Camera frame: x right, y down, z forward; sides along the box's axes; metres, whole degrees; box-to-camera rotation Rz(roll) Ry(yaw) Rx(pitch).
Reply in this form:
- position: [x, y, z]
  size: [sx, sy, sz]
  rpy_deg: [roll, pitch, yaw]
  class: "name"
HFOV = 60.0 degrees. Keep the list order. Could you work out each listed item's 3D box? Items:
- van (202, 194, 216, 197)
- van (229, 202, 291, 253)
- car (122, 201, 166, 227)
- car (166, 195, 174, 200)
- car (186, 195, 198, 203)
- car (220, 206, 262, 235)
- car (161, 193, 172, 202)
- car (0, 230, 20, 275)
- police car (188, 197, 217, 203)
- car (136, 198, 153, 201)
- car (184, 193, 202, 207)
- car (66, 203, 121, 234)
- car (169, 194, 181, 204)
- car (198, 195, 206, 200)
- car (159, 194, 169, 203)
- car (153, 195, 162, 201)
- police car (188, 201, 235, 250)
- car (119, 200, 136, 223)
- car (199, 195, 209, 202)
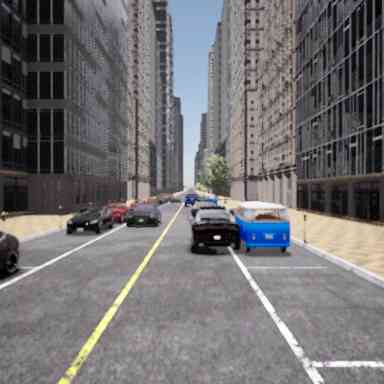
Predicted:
- position: [2.676, 1.273, 47.603]
  size: [1.690, 1.788, 3.998]
  rpy_deg: [0, 0, 0]
  class: "van"
- position: [2.683, 1.325, 13.421]
  size: [1.690, 1.788, 3.998]
  rpy_deg: [0, 0, 0]
  class: "van"
- position: [-3.104, 1.536, 22.239]
  size: [1.994, 1.385, 4.181]
  rpy_deg: [0, 0, 0]
  class: "car"
- position: [-5.711, 1.424, 87.482]
  size: [1.802, 1.307, 4.206]
  rpy_deg: [0, 0, 0]
  class: "car"
- position: [-0.014, 1.387, 65.349]
  size: [2.128, 1.511, 4.902]
  rpy_deg: [0, 0, 0]
  class: "car"
- position: [2.683, 1.558, 19.118]
  size: [1.802, 1.307, 4.206]
  rpy_deg: [0, 0, 0]
  class: "car"
- position: [-5.710, 1.185, 76.086]
  size: [2.192, 1.841, 5.009]
  rpy_deg: [0, 0, 0]
  class: "car"
- position: [-5.695, 1.556, 7.723]
  size: [1.947, 1.339, 4.313]
  rpy_deg: [0, 0, 0]
  class: "car"
- position: [0.895, 1.394, 24.416]
  size: [1.930, 1.638, 5.238]
  rpy_deg: [0, 0, 0]
  class: "police car"
- position: [-5.701, 1.533, 36.208]
  size: [1.802, 1.307, 4.206]
  rpy_deg: [0, 0, 0]
  class: "car"
- position: [-0.010, 1.148, 50.382]
  size: [2.150, 2.045, 5.566]
  rpy_deg: [0, 0, 0]
  class: "car"
- position: [-5.698, 1.542, 19.117]
  size: [1.947, 1.339, 4.313]
  rpy_deg: [0, 0, 0]
  class: "car"
- position: [-3.044, 1.464, 62.516]
  size: [1.994, 1.385, 4.181]
  rpy_deg: [0, 0, 1]
  class: "car"
- position: [2.669, 1.393, 87.482]
  size: [2.008, 1.369, 4.403]
  rpy_deg: [0, 0, 0]
  class: "car"
- position: [-5.705, 1.475, 58.996]
  size: [1.947, 1.339, 4.313]
  rpy_deg: [0, 0, 0]
  class: "car"
- position: [-5.704, 1.514, 47.602]
  size: [1.802, 1.307, 4.206]
  rpy_deg: [0, 0, 0]
  class: "car"
- position: [0.897, 1.407, 14.416]
  size: [1.930, 1.638, 5.238]
  rpy_deg: [0, 0, 0]
  class: "police car"
- position: [-5.699, 1.513, 24.814]
  size: [1.887, 1.381, 4.507]
  rpy_deg: [0, 0, 0]
  class: "car"
- position: [2.671, 1.421, 76.088]
  size: [2.008, 1.369, 4.403]
  rpy_deg: [0, 0, 0]
  class: "car"
